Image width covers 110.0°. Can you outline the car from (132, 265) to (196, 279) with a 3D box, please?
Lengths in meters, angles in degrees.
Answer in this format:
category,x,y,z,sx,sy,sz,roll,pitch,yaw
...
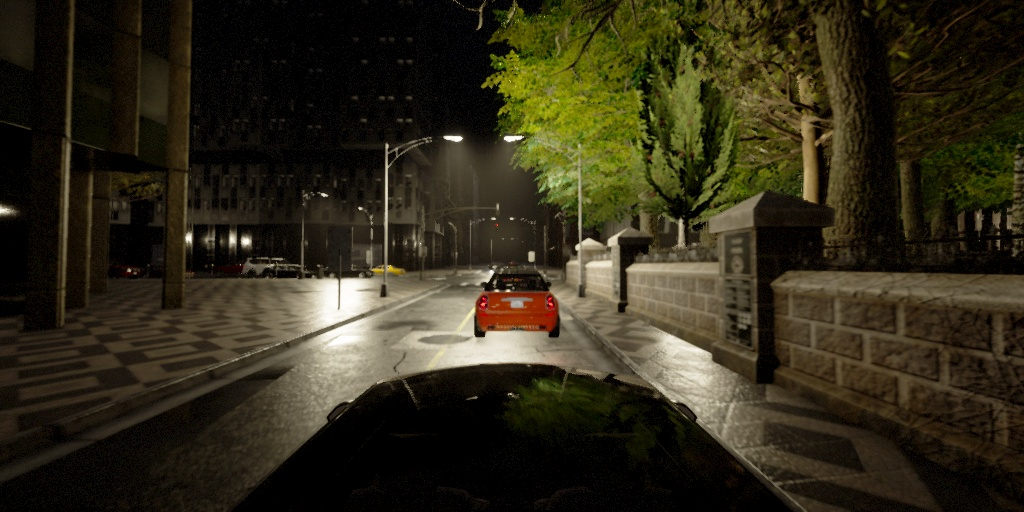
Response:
category,x,y,z,sx,sy,sz,roll,pitch,yaw
car,-31.082,1.495,32.385,4.207,1.307,1.802,0,0,1

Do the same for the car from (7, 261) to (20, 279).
category,x,y,z,sx,sy,sz,roll,pitch,yaw
car,-42.108,1.368,32.481,4.097,1.591,1.967,0,0,0

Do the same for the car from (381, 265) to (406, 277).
category,x,y,z,sx,sy,sz,roll,pitch,yaw
car,-14.649,1.650,40.765,4.829,1.417,1.751,0,0,1

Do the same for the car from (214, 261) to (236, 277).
category,x,y,z,sx,sy,sz,roll,pitch,yaw
car,-31.015,1.460,40.907,5.009,1.841,2.192,0,0,0

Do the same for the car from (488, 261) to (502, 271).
category,x,y,z,sx,sy,sz,roll,pitch,yaw
car,-2.865,1.703,61.857,2.128,1.511,4.902,0,-1,1

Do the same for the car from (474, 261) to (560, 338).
category,x,y,z,sx,sy,sz,roll,pitch,yaw
car,0.122,1.159,10.488,2.097,1.767,4.553,0,0,0

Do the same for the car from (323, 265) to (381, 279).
category,x,y,z,sx,sy,sz,roll,pitch,yaw
car,-14.544,1.442,32.241,4.403,1.370,2.007,0,0,1

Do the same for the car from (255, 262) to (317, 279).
category,x,y,z,sx,sy,sz,roll,pitch,yaw
car,-20.057,1.464,32.289,4.313,1.339,1.948,0,0,1

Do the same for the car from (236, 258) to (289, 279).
category,x,y,z,sx,sy,sz,roll,pitch,yaw
car,-23.108,1.196,35.005,5.566,2.045,2.150,0,-2,1

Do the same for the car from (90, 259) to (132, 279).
category,x,y,z,sx,sy,sz,roll,pitch,yaw
car,-36.595,1.235,32.433,5.009,1.841,2.192,0,0,1
